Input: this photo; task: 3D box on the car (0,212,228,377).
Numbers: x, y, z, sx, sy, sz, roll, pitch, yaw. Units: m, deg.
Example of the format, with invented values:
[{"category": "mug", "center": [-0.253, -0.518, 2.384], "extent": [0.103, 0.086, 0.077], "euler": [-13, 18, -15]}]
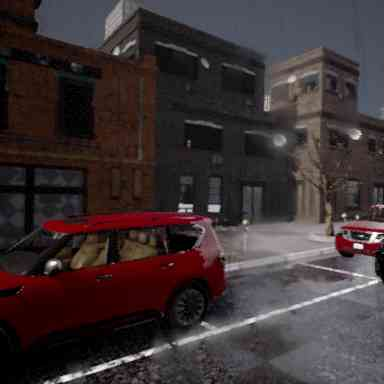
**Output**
[{"category": "car", "center": [-1.665, 1.319, 5.348], "extent": [5.009, 1.841, 2.192], "euler": [0, 1, -35]}]

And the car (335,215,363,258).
[{"category": "car", "center": [7.138, 1.349, 11.629], "extent": [5.009, 1.841, 2.192], "euler": [0, 1, -35]}]

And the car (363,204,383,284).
[{"category": "car", "center": [6.784, 1.249, 8.218], "extent": [5.566, 2.045, 2.150], "euler": [0, 0, -36]}]
